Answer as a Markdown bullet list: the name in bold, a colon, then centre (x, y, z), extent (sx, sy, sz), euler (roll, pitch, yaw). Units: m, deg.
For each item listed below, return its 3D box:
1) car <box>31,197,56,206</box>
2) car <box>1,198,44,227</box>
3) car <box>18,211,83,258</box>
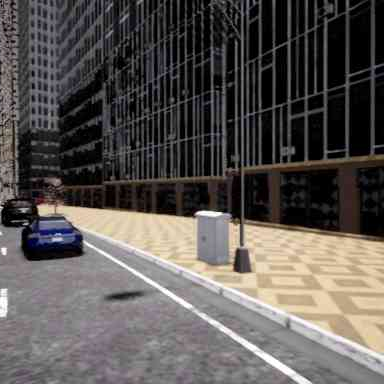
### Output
- **car**: centre (-34.475, 2.203, 77.354), extent (5.009, 1.841, 2.192), euler (0, 0, -35)
- **car**: centre (-13.410, 1.487, 25.911), extent (2.150, 2.045, 5.566), euler (-1, 0, -34)
- **car**: centre (-5.830, 1.693, 13.682), extent (1.994, 1.385, 4.181), euler (0, 0, -30)
